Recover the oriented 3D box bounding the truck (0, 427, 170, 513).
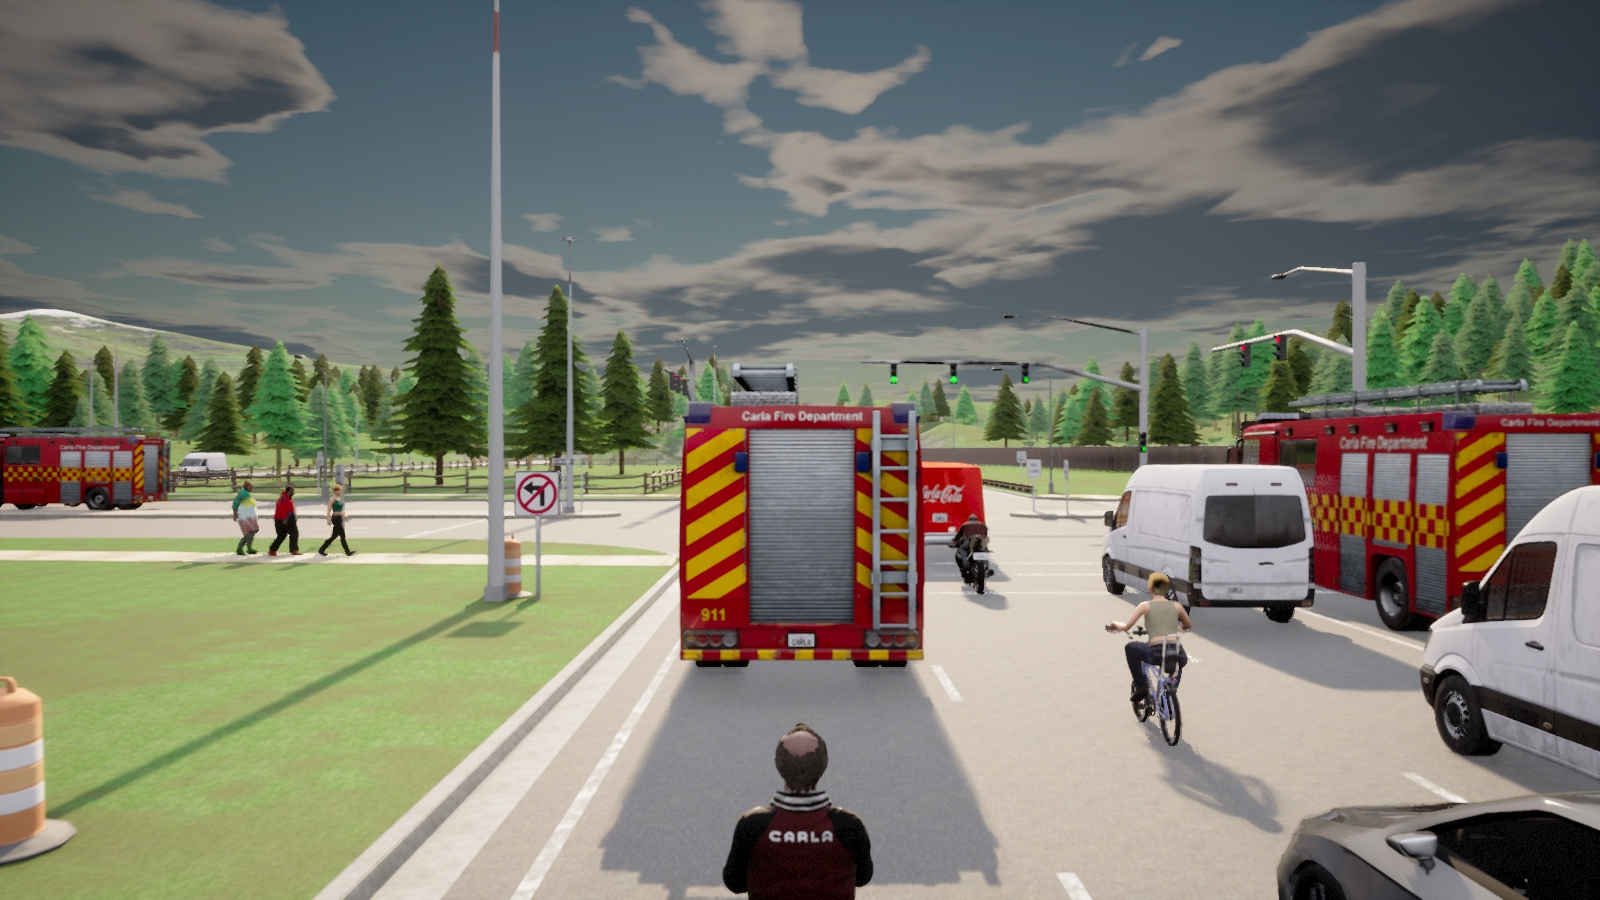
[{"bbox_3d":[-34.130,0.894,52.790,8.468,3.827,2.891,0,0,1],"label":"truck"}]

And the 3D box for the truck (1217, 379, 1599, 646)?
[{"bbox_3d":[10.513,0.892,20.631,2.891,3.827,8.468,0,0,0],"label":"truck"}]

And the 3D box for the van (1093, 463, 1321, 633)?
[{"bbox_3d":[7.014,1.535,20.506,1.988,2.561,5.915,0,0,0],"label":"van"}]

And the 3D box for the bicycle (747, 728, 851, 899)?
[{"bbox_3d":[-0.001,2.061,4.529,0.329,1.471,1.835,0,0,0],"label":"bicycle"}]

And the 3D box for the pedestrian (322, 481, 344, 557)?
[{"bbox_3d":[-11.497,1.698,28.142,0.375,1.860,0.375,0,0,7],"label":"pedestrian"}]

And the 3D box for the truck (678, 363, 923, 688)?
[{"bbox_3d":[0.011,0.892,17.697,2.891,3.827,8.468,0,0,0],"label":"truck"}]

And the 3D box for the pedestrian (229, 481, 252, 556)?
[{"bbox_3d":[-13.922,1.699,28.424,0.375,1.860,0.375,0,0,6],"label":"pedestrian"}]

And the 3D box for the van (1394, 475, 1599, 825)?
[{"bbox_3d":[7.004,1.535,8.610,1.988,2.561,5.915,0,0,0],"label":"van"}]

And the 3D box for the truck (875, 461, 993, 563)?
[{"bbox_3d":[3.526,1.576,31.218,2.627,2.467,5.204,0,0,0],"label":"truck"}]

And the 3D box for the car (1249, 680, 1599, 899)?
[{"bbox_3d":[3.505,2.066,4.516,1.816,1.474,4.193,0,0,0],"label":"car"}]

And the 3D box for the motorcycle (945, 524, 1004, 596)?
[{"bbox_3d":[3.521,2.206,23.210,0.867,1.251,2.209,0,0,0],"label":"motorcycle"}]

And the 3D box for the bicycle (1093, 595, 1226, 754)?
[{"bbox_3d":[3.498,2.159,11.256,0.859,1.277,1.487,0,0,0],"label":"bicycle"}]

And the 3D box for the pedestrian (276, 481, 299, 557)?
[{"bbox_3d":[-12.677,1.698,28.273,0.375,1.860,0.375,0,0,7],"label":"pedestrian"}]
